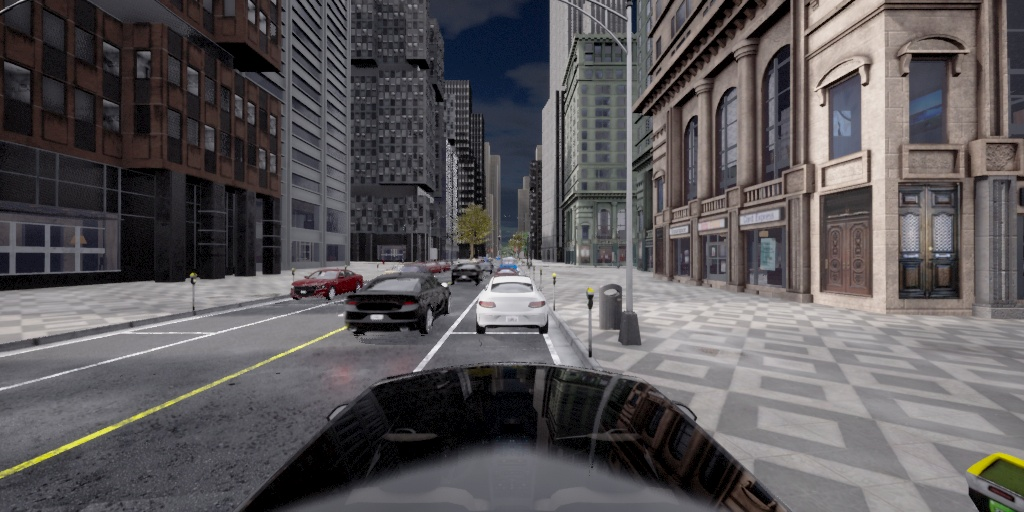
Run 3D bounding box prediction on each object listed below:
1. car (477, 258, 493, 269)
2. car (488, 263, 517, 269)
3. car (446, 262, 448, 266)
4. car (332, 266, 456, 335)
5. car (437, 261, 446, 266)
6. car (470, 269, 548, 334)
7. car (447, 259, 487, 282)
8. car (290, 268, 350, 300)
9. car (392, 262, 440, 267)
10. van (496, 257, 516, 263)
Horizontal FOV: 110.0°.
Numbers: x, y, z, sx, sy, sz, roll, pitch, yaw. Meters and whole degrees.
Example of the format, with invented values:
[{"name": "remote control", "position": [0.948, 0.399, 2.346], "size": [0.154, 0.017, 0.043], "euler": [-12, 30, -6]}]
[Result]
[{"name": "car", "position": [-3.048, 1.302, 41.266], "size": [2.033, 1.411, 5.357], "euler": [0, 0, 0]}, {"name": "car", "position": [-0.373, 1.334, 23.087], "size": [1.802, 1.307, 4.207], "euler": [0, 0, 0]}, {"name": "car", "position": [-8.925, 1.301, 45.205], "size": [1.888, 1.381, 4.507], "euler": [0, 0, 0]}, {"name": "car", "position": [-3.048, 1.228, 10.544], "size": [1.882, 1.535, 5.008], "euler": [0, 0, 0]}, {"name": "car", "position": [-8.923, 1.299, 39.680], "size": [1.888, 1.381, 4.507], "euler": [0, 0, 0]}, {"name": "car", "position": [0.003, 1.276, 10.500], "size": [1.812, 1.442, 4.674], "euler": [0, 0, 0]}, {"name": "car", "position": [-3.146, 1.230, 25.947], "size": [1.882, 1.535, 5.008], "euler": [0, 0, 0]}, {"name": "car", "position": [-8.919, 1.296, 17.578], "size": [1.888, 1.381, 4.507], "euler": [0, 0, 0]}, {"name": "car", "position": [-6.246, 1.299, 22.310], "size": [2.033, 1.411, 5.357], "euler": [0, 0, 0]}, {"name": "van", "position": [-0.371, 1.094, 34.137], "size": [1.690, 1.789, 3.998], "euler": [0, 0, 0]}]
